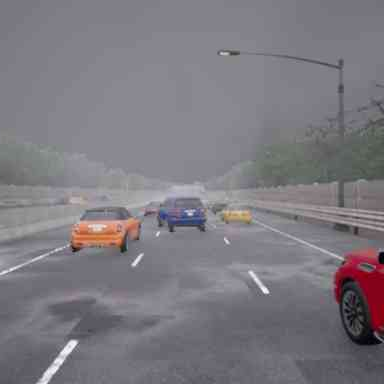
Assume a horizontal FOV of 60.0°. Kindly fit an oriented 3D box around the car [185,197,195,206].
[{"bbox_3d":[-0.441,1.834,66.043,1.882,1.535,5.008,0,0,0],"label":"car"}]

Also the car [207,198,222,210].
[{"bbox_3d":[3.132,1.691,47.445,1.801,1.575,5.366,0,0,0],"label":"car"}]

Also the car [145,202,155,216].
[{"bbox_3d":[-3.664,1.723,34.193,1.994,1.385,4.181,0,0,0],"label":"car"}]

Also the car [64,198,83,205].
[{"bbox_3d":[-17.995,1.747,52.576,1.882,1.535,5.008,0,0,0],"label":"car"}]

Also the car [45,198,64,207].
[{"bbox_3d":[-21.496,1.776,52.781,1.837,1.490,4.892,0,-1,0],"label":"car"}]

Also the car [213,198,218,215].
[{"bbox_3d":[3.220,1.673,36.253,1.837,1.490,4.892,0,0,0],"label":"car"}]

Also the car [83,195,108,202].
[{"bbox_3d":[-14.492,1.481,51.394,2.150,2.045,5.566,0,0,0],"label":"car"}]

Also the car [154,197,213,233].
[{"bbox_3d":[-0.713,1.313,20.706,2.150,2.045,5.566,-1,0,-14],"label":"car"}]

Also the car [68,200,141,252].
[{"bbox_3d":[-3.506,1.415,14.343,2.097,1.767,4.553,0,0,-1],"label":"car"}]

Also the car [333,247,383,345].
[{"bbox_3d":[3.478,1.235,3.279,2.150,2.045,5.566,0,0,0],"label":"car"}]

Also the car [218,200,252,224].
[{"bbox_3d":[3.304,1.570,25.441,1.801,1.575,5.366,0,0,0],"label":"car"}]
